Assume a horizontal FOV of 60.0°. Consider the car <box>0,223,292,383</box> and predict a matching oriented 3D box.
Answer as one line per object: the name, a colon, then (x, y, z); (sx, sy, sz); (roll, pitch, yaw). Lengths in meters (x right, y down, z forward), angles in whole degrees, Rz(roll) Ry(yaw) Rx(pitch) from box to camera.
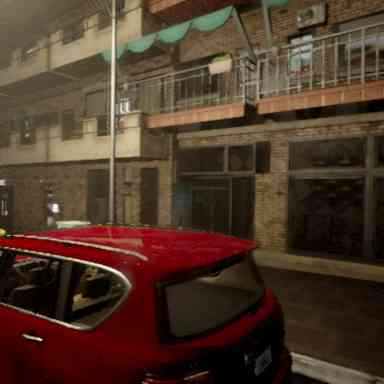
car: (-1.420, 1.316, 3.826); (5.009, 1.841, 2.192); (0, 1, 36)
